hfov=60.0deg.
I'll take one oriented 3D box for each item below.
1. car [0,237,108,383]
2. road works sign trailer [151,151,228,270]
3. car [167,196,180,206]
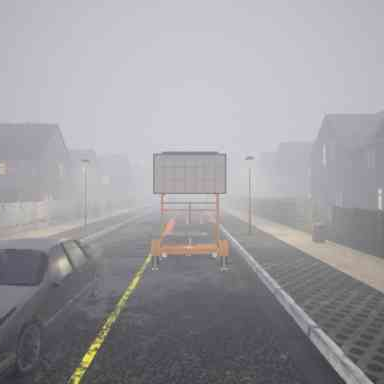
[{"bbox_3d":[-2.890,1.548,5.733,2.033,1.411,5.357,0,0,0],"label":"car"},{"bbox_3d":[-0.070,0.467,11.009,2.380,3.560,2.880,0,0,0],"label":"road works sign trailer"},{"bbox_3d":[-3.159,1.537,57.683,2.097,1.767,4.553,0,0,0],"label":"car"}]
